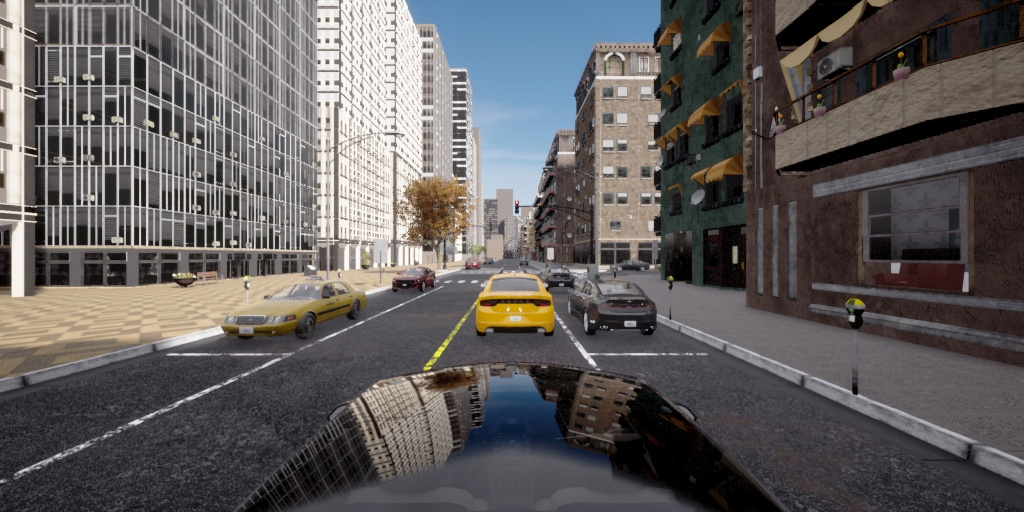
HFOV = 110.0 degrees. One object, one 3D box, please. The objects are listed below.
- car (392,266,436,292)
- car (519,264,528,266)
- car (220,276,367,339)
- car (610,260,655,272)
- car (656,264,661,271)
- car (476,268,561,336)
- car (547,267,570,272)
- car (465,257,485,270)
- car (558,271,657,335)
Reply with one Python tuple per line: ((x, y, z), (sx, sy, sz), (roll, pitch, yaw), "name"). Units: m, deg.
((-5.730, 1.299, 21.341), (1.888, 1.381, 4.507), (0, 0, 0), "car")
((0.063, 1.355, 20.664), (1.895, 1.301, 4.718), (0, 0, 0), "car")
((-5.708, 1.276, 10.105), (1.751, 1.417, 4.829), (0, 0, 0), "car")
((13.358, 1.109, 40.794), (4.403, 1.370, 2.007), (0, 0, -1), "car")
((18.755, 1.006, 40.859), (4.829, 1.417, 1.751), (0, 0, -1), "car")
((0.072, 1.228, 10.385), (1.882, 1.535, 5.008), (0, 0, 0), "car")
((2.650, 1.305, 21.357), (2.007, 1.370, 4.403), (0, 0, 0), "car")
((-5.793, 1.099, 53.728), (2.192, 1.841, 5.009), (0, 0, 0), "car")
((2.672, 1.301, 10.291), (2.007, 1.370, 4.403), (0, 0, 0), "car")
